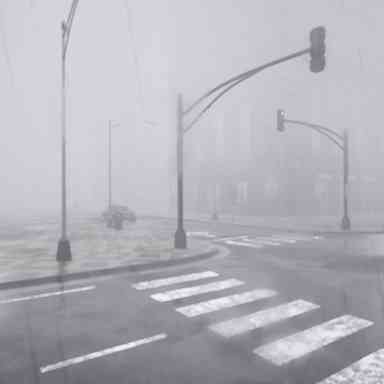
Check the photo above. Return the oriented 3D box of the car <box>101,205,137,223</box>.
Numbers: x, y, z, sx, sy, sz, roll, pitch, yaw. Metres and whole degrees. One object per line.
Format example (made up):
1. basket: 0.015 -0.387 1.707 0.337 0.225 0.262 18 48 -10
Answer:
1. car: -6.592 1.948 29.682 1.837 1.490 4.892 0 -1 -35
